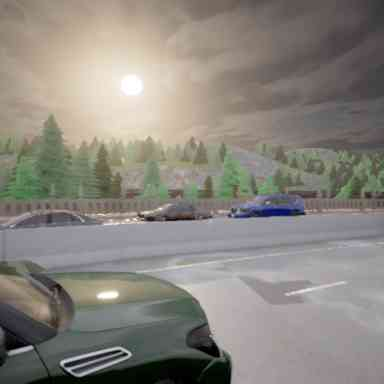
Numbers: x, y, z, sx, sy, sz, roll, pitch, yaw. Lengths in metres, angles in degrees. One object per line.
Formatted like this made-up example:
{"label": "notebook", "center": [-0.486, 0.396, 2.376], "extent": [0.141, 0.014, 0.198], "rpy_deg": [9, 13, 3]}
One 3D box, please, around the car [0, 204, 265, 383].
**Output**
{"label": "car", "center": [-2.297, 1.204, 2.030], "extent": [5.566, 2.045, 2.150], "rpy_deg": [0, 0, -36]}

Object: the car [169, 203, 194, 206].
{"label": "car", "center": [-1.151, 1.489, 23.486], "extent": [5.357, 1.411, 2.033], "rpy_deg": [0, 0, -28]}

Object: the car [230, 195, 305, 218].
{"label": "car", "center": [5.155, 1.198, 22.738], "extent": [5.566, 2.045, 2.150], "rpy_deg": [0, 0, -25]}

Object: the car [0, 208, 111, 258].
{"label": "car", "center": [-5.752, 1.443, 12.560], "extent": [4.892, 1.490, 1.837], "rpy_deg": [0, 0, -33]}

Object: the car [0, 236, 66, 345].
{"label": "car", "center": [-4.501, 1.566, 4.753], "extent": [4.718, 1.301, 1.895], "rpy_deg": [0, 0, -36]}
